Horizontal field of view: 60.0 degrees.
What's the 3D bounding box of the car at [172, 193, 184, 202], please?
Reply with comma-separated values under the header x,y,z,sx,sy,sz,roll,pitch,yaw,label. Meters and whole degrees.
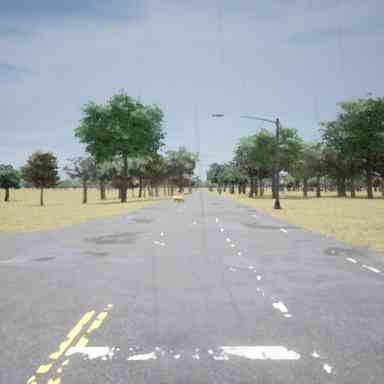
x,y,z,sx,sy,sz,roll,pitch,yaw,label
-2.390,0.983,58.492,1.882,1.535,5.008,0,1,2,car
